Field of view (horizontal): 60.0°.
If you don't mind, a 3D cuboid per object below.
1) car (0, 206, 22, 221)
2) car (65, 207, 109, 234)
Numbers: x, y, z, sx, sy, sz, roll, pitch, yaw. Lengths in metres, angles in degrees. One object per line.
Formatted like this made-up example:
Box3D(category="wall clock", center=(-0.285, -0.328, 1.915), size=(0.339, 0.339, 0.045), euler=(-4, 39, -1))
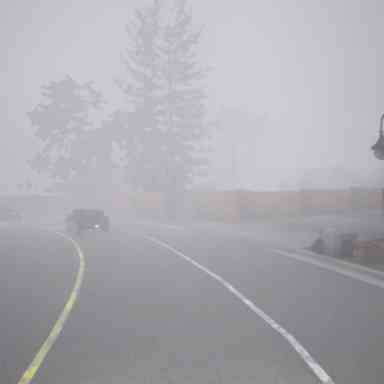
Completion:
Box3D(category="car", center=(-18.696, 2.069, 32.893), size=(4.181, 1.385, 1.994), euler=(-1, -1, 34))
Box3D(category="car", center=(-6.657, 1.729, 20.876), size=(1.837, 1.490, 4.892), euler=(0, -1, -32))
